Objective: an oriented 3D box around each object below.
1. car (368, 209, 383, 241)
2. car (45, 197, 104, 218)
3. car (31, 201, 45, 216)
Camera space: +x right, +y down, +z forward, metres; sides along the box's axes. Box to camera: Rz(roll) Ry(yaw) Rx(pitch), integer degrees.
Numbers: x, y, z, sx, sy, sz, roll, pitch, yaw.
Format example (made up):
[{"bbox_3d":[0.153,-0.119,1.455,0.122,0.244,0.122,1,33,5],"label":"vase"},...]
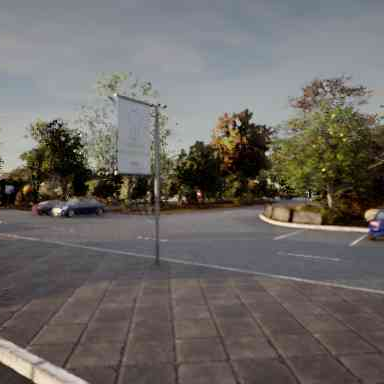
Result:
[{"bbox_3d":[9.565,1.490,15.723,2.002,1.452,4.674,0,0,36],"label":"car"},{"bbox_3d":[-10.213,1.329,29.902,2.185,1.767,4.553,0,0,35],"label":"car"},{"bbox_3d":[-12.834,1.498,31.686,2.002,1.452,4.674,0,0,35],"label":"car"}]
